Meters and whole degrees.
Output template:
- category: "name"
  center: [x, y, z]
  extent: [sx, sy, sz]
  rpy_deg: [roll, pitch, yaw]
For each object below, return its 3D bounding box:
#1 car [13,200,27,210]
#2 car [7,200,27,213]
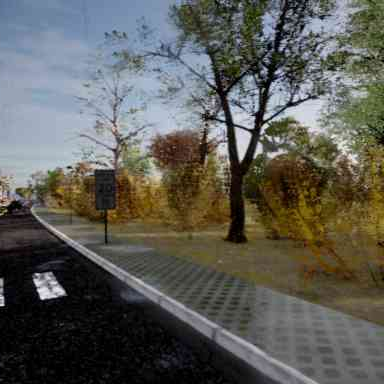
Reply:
- category: "car"
  center: [-27.644, 2.006, 53.472]
  extent: [1.812, 1.442, 4.674]
  rpy_deg: [-1, 0, -25]
- category: "car"
  center: [-22.512, 1.871, 42.789]
  extent: [1.837, 1.490, 4.892]
  rpy_deg: [-1, 0, -26]
